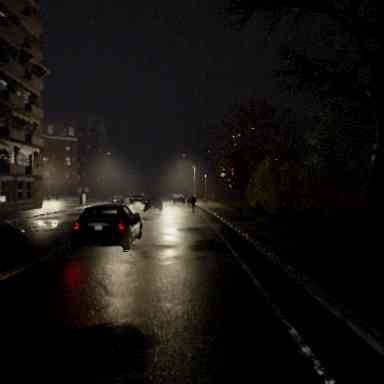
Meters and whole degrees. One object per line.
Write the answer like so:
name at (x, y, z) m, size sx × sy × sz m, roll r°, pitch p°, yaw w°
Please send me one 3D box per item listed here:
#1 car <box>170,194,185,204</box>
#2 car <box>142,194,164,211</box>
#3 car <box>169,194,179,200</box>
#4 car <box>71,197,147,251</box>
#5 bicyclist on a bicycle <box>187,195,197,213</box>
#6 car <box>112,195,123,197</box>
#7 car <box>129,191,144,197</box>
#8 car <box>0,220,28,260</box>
car at (-2.191, 1.153, 55.255) m, size 2.128 × 1.511 × 4.902 m, roll 0°, pitch 0°, yaw -4°
car at (-4.169, 1.286, 36.549) m, size 1.837 × 1.490 × 4.892 m, roll 0°, pitch 0°, yaw -3°
car at (-4.029, 1.077, 74.203) m, size 2.033 × 1.411 × 5.357 m, roll 0°, pitch 0°, yaw -6°
car at (-3.323, 1.270, 13.789) m, size 2.097 × 1.767 × 4.553 m, roll 0°, pitch 0°, yaw -1°
bicyclist on a bicycle at (0.135, 1.179, 31.547) m, size 0.659 × 1.776 × 1.843 m, roll 0°, pitch 1°, yaw -3°
car at (-11.971, 1.172, 53.538) m, size 2.128 × 1.511 × 4.902 m, roll 0°, pitch 0°, yaw -4°
car at (-8.640, 0.905, 52.686) m, size 2.150 × 2.045 × 5.566 m, roll 0°, pitch 0°, yaw -4°
car at (-6.702, 1.507, 9.938) m, size 1.994 × 1.385 × 4.181 m, roll 0°, pitch 0°, yaw -1°
